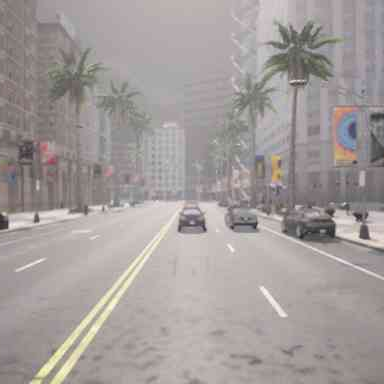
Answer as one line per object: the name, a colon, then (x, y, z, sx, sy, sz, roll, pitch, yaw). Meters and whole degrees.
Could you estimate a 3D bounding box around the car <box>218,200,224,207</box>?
car: (6.585, 2.387, 70.287, 2.161, 1.482, 4.786, 0, -1, 0)

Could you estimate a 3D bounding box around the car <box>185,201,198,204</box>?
car: (-0.081, 1.846, 39.565, 2.097, 1.767, 4.553, 0, -1, 0)

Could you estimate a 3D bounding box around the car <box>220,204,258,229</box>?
car: (3.492, 1.848, 24.188, 2.033, 1.411, 5.357, 0, -1, 0)

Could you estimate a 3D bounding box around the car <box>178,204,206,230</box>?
car: (-0.004, 1.818, 23.283, 1.812, 1.442, 4.674, 0, -1, 0)

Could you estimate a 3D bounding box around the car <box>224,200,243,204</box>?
car: (6.378, 1.955, 48.360, 2.185, 1.767, 4.553, 0, -1, 0)

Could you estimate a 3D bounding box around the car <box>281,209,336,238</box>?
car: (6.503, 1.715, 18.986, 2.231, 1.521, 4.892, 0, -1, 0)
